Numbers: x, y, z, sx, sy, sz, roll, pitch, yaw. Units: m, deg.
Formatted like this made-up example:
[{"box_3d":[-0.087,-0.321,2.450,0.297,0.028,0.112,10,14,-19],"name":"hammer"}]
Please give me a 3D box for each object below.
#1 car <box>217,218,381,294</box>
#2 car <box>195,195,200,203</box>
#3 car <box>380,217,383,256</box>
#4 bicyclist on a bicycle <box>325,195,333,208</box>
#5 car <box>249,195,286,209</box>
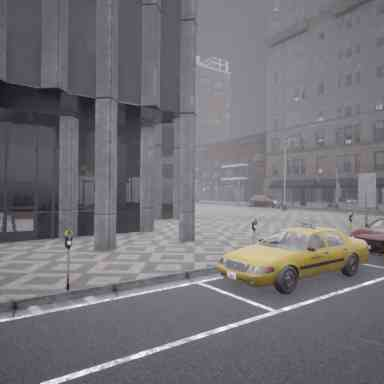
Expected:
[{"box_3d":[2.841,1.527,8.790,4.829,1.417,1.752,0,1,-36],"name":"car"},{"box_3d":[-0.593,1.089,58.195,2.128,1.511,4.902,1,0,-35],"name":"car"},{"box_3d":[7.555,1.548,12.160,4.507,1.381,1.887,0,1,-36],"name":"car"},{"box_3d":[16.356,1.159,39.546,1.656,1.620,0.582,0,0,-35],"name":"bicyclist on a bicycle"},{"box_3d":[8.918,1.110,39.269,2.097,1.767,4.553,1,0,-35],"name":"car"}]
